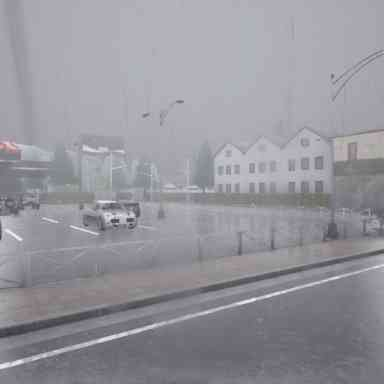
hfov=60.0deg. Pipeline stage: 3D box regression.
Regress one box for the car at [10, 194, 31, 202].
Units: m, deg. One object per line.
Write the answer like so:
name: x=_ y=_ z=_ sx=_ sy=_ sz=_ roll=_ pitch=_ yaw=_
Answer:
car: x=-38.110 y=1.328 z=73.817 sx=3.866 sy=1.878 sz=1.905 roll=0 pitch=0 yaw=-36

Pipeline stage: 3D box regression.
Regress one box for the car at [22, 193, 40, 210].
car: x=-19.063 y=1.092 z=38.687 sx=1.905 sy=1.878 sz=3.866 roll=0 pitch=0 yaw=-36

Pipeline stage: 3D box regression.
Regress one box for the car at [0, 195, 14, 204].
car: x=-38.355 y=1.495 z=66.689 sx=4.611 sy=1.667 sz=2.242 roll=0 pitch=0 yaw=-36

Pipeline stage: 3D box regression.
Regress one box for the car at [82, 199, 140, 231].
car: x=-4.598 y=1.248 z=18.384 sx=1.970 sy=1.475 sz=3.806 roll=0 pitch=0 yaw=-36

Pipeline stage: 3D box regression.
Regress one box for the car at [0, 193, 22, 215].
car: x=-17.171 y=1.113 z=30.372 sx=1.932 sy=1.855 sz=4.605 roll=0 pitch=0 yaw=-36

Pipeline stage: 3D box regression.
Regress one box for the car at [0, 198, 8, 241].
car: x=-9.636 y=1.169 z=14.395 sx=2.152 sy=1.636 sz=5.027 roll=0 pitch=0 yaw=-36

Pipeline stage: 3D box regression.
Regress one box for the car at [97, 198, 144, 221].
car: x=-5.708 y=1.313 z=26.250 sx=2.007 sy=1.523 sz=4.514 roll=0 pitch=0 yaw=-36
